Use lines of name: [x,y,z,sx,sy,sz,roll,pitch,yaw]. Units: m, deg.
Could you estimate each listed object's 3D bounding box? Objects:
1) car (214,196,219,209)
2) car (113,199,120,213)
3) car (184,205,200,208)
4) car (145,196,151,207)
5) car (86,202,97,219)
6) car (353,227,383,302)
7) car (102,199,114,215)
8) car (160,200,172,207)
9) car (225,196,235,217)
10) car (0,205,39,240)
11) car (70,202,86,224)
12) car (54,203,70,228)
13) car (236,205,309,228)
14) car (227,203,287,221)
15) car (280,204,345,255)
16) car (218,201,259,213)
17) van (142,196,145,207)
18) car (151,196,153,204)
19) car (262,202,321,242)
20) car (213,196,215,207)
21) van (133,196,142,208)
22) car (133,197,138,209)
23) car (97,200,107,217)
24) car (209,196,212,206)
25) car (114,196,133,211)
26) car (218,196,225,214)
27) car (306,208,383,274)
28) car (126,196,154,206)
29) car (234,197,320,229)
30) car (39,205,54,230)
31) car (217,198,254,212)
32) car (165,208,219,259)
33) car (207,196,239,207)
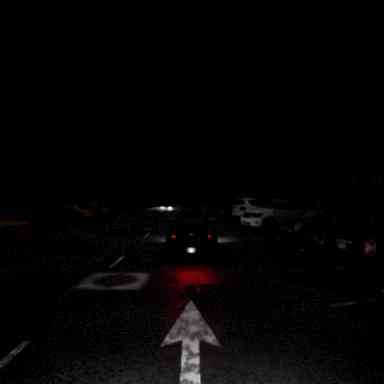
car: [5.991,1.612,39.615,5.566,2.045,2.435,1,-1,-20]
car: [-10.964,1.869,37.362,4.792,1.488,2.163,-1,-1,-20]
car: [0.006,1.806,27.223,2.033,1.411,5.357,0,-1,0]
car: [-10.937,1.807,61.034,5.566,2.045,2.435,-1,-1,-20]
car: [-11.170,1.755,28.399,5.366,1.575,1.946,-1,0,-20]
car: [5.924,1.550,6.358,4.892,1.521,2.231,1,0,-20]
car: [-11.162,1.810,34.316,5.366,1.575,1.946,-1,0,-20]
car: [-4.971,2.203,64.295,1.895,1.301,4.718,0,-1,1]
car: [5.978,1.498,27.525,5.566,2.045,2.435,1,-1,-20]
car: [-10.846,1.640,16.705,5.366,1.575,1.946,-1,-1,-20]
car: [-11.001,1.728,25.503,5.008,1.535,2.097,-1,-1,-20]
car: [-11.032,1.730,22.537,4.792,1.488,2.163,-1,0,-20]
car: [5.912,1.749,24.479,4.792,1.488,2.163,1,0,-20]
car: [5.935,1.778,30.543,4.892,1.521,2.231,1,-1,-20]
car: [5.958,1.481,12.411,4.553,1.767,2.185,1,0,-20]
car: [5.934,1.920,42.614,4.792,1.488,2.163,1,0,-20]
van: [-11.072,1.807,58.016,4.442,1.987,1.878,-1,0,-20]
car: [-10.931,1.834,63.993,5.566,2.045,2.435,-1,-1,-20]
car: [5.956,1.510,15.438,4.553,1.767,2.185,1,0,-20]
car: [5.937,1.821,48.669,4.553,1.767,2.185,1,-1,-20]
van: [-11.077,1.780,55.057,4.442,1.987,1.878,-1,0,-20]
car: [-10.972,1.952,49.188,4.892,1.521,2.231,-1,0,-20]
car: [-10.996,1.784,31.432,5.008,1.535,2.097,-1,0,-20]
car: [5.972,1.806,60.738,5.566,2.045,2.435,1,0,-20]
car: [-11.007,1.798,46.214,4.553,1.767,2.185,-1,-1,-20]
car: [5.924,1.554,33.553,5.566,2.045,2.435,1,0,-20]
car: [5.893,1.452,9.373,4.553,1.767,2.185,1,-1,-20]
car: [-10.969,1.889,69.877,5.566,2.045,2.435,-1,0,-20]
car: [5.915,1.440,21.458,5.566,2.045,2.435,1,0,-20]
car: [-11.014,1.673,19.588,4.892,1.521,2.231,-1,-1,-20]
car: [5.941,1.793,45.639,4.553,1.767,2.185,1,-1,-20]
car: [0.000,1.634,13.203,1.837,1.490,4.892,0,0,1]
car: [6.017,1.835,63.799,5.566,2.045,2.435,1,-1,-20]
